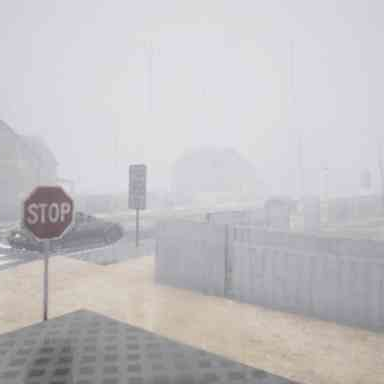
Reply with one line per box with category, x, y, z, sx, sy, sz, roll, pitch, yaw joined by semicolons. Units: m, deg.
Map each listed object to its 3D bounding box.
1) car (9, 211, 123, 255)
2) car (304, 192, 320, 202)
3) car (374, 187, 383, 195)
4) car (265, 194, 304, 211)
car;-4.716;1.422;12.923;1.994;1.385;4.181;2;2;37
car;16.145;0.700;45.542;1.812;1.442;4.674;2;2;37
car;45.493;-0.301;80.345;2.150;2.045;5.566;2;2;37
car;8.279;1.025;30.372;1.837;1.490;4.892;2;2;37
